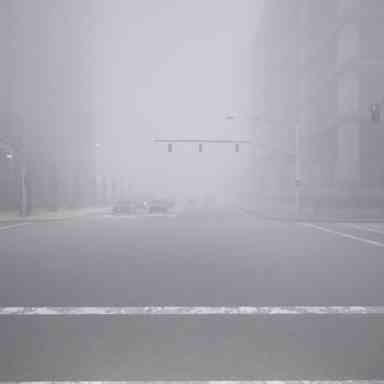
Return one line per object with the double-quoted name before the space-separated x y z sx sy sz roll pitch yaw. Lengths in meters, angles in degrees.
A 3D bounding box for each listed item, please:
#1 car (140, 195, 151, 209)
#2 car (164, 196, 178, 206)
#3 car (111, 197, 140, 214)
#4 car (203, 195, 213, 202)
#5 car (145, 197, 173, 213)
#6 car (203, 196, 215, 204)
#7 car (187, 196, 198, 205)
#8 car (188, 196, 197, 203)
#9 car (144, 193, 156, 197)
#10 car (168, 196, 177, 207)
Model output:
"car" -7.083 1.505 44.293 1.837 1.490 4.892 0 0 0
"car" -3.565 1.492 57.066 2.128 1.511 4.902 0 0 0
"car" -7.089 1.505 34.889 1.837 1.490 4.892 0 0 0
"car" 3.524 1.508 73.669 1.812 1.442 4.674 0 0 0
"car" -3.588 1.547 37.057 2.033 1.411 5.357 0 0 0
"car" 3.521 1.492 64.594 2.128 1.511 4.902 0 0 0
"car" 0.121 1.478 60.888 1.882 1.535 5.008 0 0 0
"car" 0.123 1.564 69.868 1.994 1.385 4.181 0 0 0
"car" -7.070 1.221 54.657 2.150 2.045 5.566 0 0 0
"car" -3.584 1.478 46.703 1.882 1.535 5.008 0 0 0
